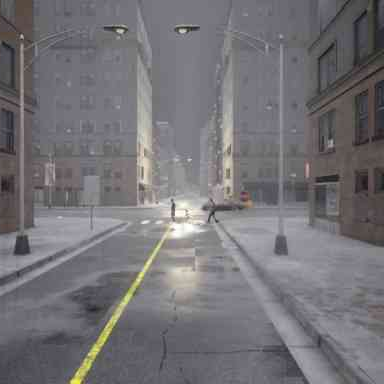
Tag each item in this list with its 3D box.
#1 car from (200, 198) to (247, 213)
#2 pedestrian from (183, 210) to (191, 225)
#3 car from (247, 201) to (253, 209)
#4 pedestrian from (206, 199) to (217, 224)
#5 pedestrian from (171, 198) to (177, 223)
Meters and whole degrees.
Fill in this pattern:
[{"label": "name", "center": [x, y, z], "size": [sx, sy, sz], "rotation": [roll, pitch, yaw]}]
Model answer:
[{"label": "car", "center": [3.266, 1.593, 36.532], "size": [4.718, 1.301, 1.895], "rotation": [0, 0, 0]}, {"label": "pedestrian", "center": [-0.338, 1.673, 22.546], "size": [0.500, 1.100, 0.500], "rotation": [0, 0, 0]}, {"label": "car", "center": [4.730, 1.464, 39.780], "size": [5.008, 1.535, 1.882], "rotation": [0, 0, 0]}, {"label": "pedestrian", "center": [1.380, 1.293, 23.142], "size": [0.375, 1.860, 0.375], "rotation": [0, 0, 0]}, {"label": "pedestrian", "center": [-1.341, 1.293, 23.747], "size": [0.375, 1.860, 0.375], "rotation": [0, 0, 0]}]
